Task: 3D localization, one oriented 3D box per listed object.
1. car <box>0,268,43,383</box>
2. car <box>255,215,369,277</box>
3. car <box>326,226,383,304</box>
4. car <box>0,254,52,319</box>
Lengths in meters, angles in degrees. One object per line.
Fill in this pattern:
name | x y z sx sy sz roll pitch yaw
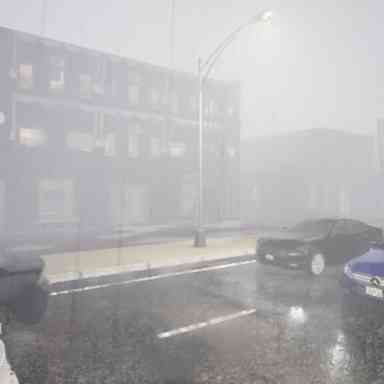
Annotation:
car | -3.286 1.514 1.330 4.674 1.442 1.812 1 0 -35
car | 4.179 1.535 10.623 5.008 1.535 1.882 0 0 -35
car | 5.237 1.577 7.399 4.674 1.442 1.812 0 0 -35
car | -4.577 1.470 4.399 5.008 1.535 1.882 1 0 -36
